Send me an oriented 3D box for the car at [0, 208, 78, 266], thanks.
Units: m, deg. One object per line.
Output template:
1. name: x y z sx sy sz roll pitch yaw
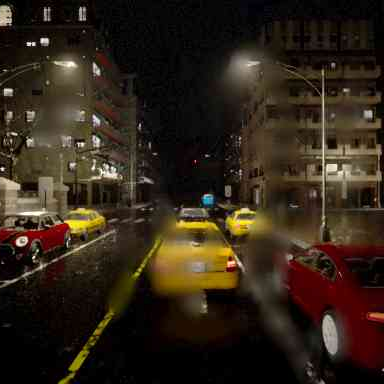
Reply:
1. car: -5.688 1.442 11.387 1.967 1.590 4.097 1 0 0

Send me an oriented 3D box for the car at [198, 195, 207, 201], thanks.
1. car: 2.651 1.495 83.336 2.008 1.369 4.403 1 0 0

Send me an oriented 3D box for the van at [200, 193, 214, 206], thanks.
1. van: 2.670 1.321 54.981 1.690 1.788 3.998 1 0 0

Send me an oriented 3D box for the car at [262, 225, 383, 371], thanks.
1. car: 2.694 1.546 5.755 1.887 1.381 4.507 1 0 0

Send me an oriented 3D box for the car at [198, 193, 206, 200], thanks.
1. car: 2.651 1.249 89.007 2.192 1.841 5.009 1 0 0

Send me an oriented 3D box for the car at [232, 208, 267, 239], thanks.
1. car: 2.688 1.527 17.159 1.752 1.417 4.829 1 0 0

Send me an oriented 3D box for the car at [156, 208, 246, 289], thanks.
1. car: 0.094 1.458 9.127 1.801 1.575 5.366 0 0 0

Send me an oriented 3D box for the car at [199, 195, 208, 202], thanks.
1. car: 2.654 1.503 77.665 2.008 1.369 4.403 1 0 0

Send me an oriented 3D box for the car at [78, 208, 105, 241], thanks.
1. car: -5.692 1.527 16.831 1.752 1.417 4.829 1 0 0

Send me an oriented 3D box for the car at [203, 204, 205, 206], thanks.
1. car: 0.096 1.603 19.616 1.895 1.301 4.718 0 0 0

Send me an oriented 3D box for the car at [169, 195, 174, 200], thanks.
1. car: -5.733 1.516 89.060 1.802 1.307 4.206 1 0 0

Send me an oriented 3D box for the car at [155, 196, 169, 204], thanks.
1. car: -5.717 1.556 60.705 1.802 1.307 4.206 1 0 0
